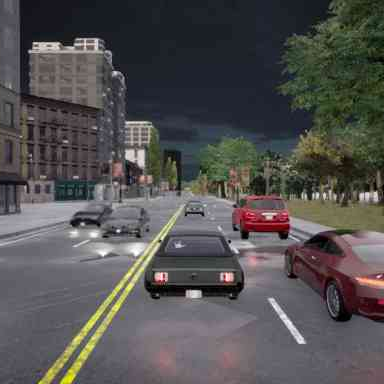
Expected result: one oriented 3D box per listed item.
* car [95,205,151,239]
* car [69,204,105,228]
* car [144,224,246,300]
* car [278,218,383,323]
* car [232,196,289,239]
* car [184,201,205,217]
[{"bbox_3d":[-3.288,1.499,17.325,1.837,1.490,4.892,0,0,0],"label":"car"},{"bbox_3d":[-6.518,1.539,22.516,2.033,1.411,5.357,0,0,0],"label":"car"},{"bbox_3d":[0.073,1.599,8.374,1.895,1.301,4.718,0,0,1],"label":"car"},{"bbox_3d":[3.374,1.524,7.092,1.812,1.442,4.674,0,0,1],"label":"car"},{"bbox_3d":[3.406,1.216,17.269,2.150,2.045,5.566,0,0,0],"label":"car"},{"bbox_3d":[0.218,1.533,31.427,2.033,1.411,5.357,0,0,0],"label":"car"}]
